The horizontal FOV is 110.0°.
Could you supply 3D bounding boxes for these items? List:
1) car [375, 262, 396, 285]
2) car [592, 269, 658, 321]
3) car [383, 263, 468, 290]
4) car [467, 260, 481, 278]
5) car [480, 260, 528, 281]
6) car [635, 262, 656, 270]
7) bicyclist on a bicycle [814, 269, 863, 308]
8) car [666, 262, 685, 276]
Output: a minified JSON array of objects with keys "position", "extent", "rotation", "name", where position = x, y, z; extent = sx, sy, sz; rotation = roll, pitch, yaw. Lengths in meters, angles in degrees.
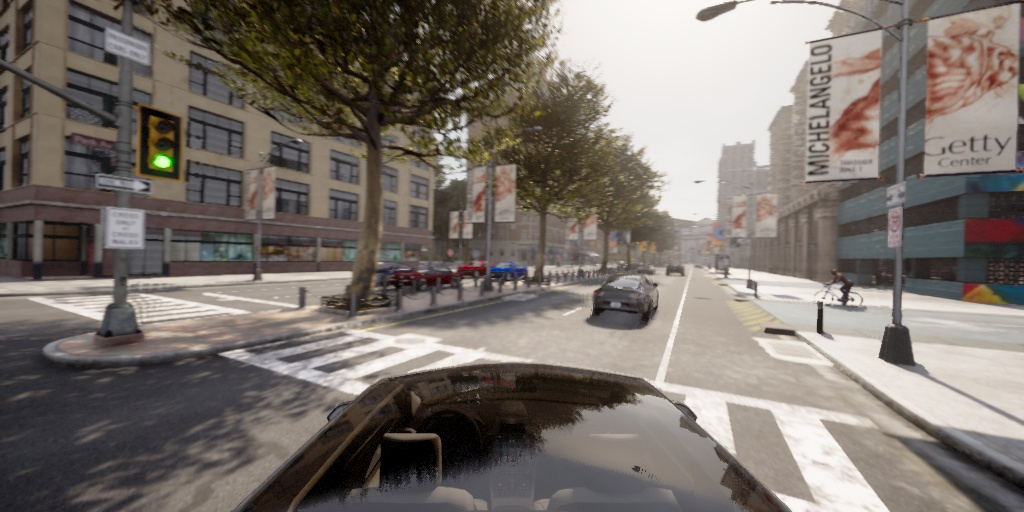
[{"position":[-7.769,1.099,22.992],"extent":[1.994,1.385,4.181],"rotation":[2,0,27],"name":"car"},{"position":[4.273,1.382,13.218],"extent":[1.812,1.442,4.674],"rotation":[1,0,27],"name":"car"},{"position":[-4.875,1.213,20.990],"extent":[1.895,1.301,4.718],"rotation":[2,0,27],"name":"car"},{"position":[-3.053,1.132,32.247],"extent":[1.882,1.535,5.008],"rotation":[2,0,27],"name":"car"},{"position":[-0.330,1.205,29.892],"extent":[1.882,1.535,5.008],"rotation":[2,0,27],"name":"car"},{"position":[18.355,1.810,48.731],"extent":[1.895,1.301,4.718],"rotation":[2,0,27],"name":"car"},{"position":[14.277,1.419,15.691],"extent":[1.656,1.620,0.582],"rotation":[1,0,27],"name":"bicyclist on a bicycle"},{"position":[21.958,1.655,48.088],"extent":[2.097,1.767,4.553],"rotation":[2,0,27],"name":"car"}]
